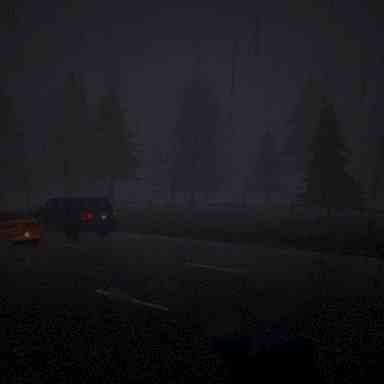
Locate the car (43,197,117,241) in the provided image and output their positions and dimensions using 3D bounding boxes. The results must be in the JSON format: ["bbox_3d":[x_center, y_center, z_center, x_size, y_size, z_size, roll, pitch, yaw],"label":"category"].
[{"bbox_3d":[-6.261,1.255,16.933,5.566,2.045,2.150,0,0,36],"label":"car"}]

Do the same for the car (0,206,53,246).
[{"bbox_3d":[-8.269,1.482,14.066,5.008,1.535,1.882,0,0,36],"label":"car"}]
